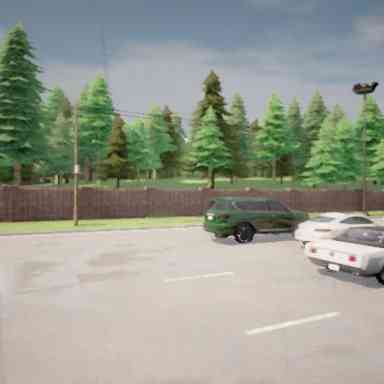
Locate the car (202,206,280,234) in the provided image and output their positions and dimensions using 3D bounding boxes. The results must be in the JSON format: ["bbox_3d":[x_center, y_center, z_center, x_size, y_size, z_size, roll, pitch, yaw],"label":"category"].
[{"bbox_3d":[2.936,1.606,19.822,4.181,1.385,1.994,0,0,-26],"label":"car"}]

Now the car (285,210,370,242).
[{"bbox_3d":[6.372,1.566,13.724,4.674,1.442,1.812,0,0,-26],"label":"car"}]

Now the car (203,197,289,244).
[{"bbox_3d":[3.211,1.258,16.065,5.566,2.045,2.150,0,0,-26],"label":"car"}]

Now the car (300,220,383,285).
[{"bbox_3d":[5.611,1.632,9.449,4.718,1.301,1.895,0,0,-26],"label":"car"}]
